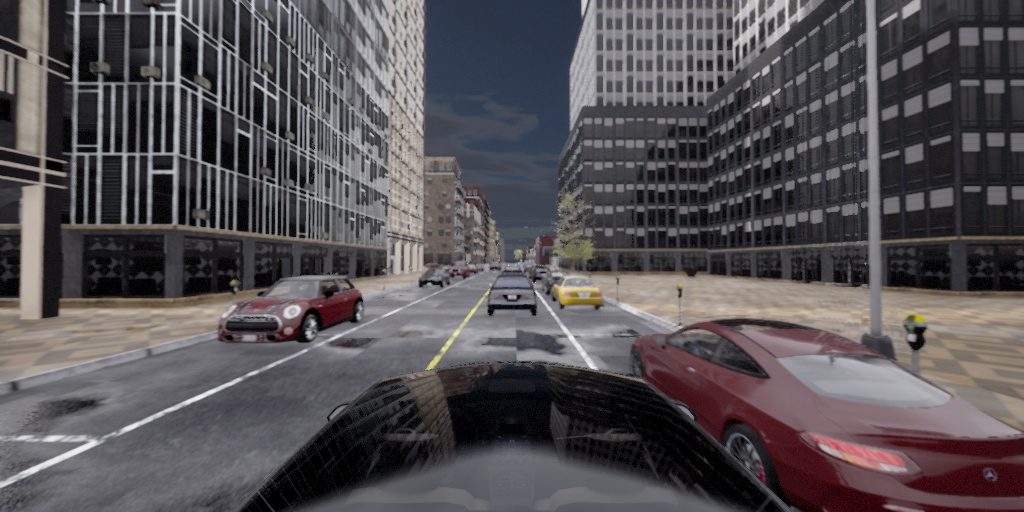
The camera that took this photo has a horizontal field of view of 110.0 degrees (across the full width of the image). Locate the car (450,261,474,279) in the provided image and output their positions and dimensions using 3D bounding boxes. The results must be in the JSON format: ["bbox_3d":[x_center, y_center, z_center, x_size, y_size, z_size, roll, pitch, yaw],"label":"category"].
[{"bbox_3d":[-5.662,1.460,38.200,2.192,1.841,5.009,0,0,0],"label":"car"}]

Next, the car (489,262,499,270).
[{"bbox_3d":[-2.991,1.796,64.198,2.097,1.767,4.553,0,-1,1],"label":"car"}]

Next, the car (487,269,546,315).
[{"bbox_3d":[0.019,1.432,14.361,2.033,1.411,5.357,0,-1,0],"label":"car"}]

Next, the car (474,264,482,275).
[{"bbox_3d":[-5.653,1.820,49.577,1.888,1.381,4.507,0,0,0],"label":"car"}]

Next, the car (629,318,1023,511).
[{"bbox_3d":[2.674,1.357,4.035,1.802,1.307,4.207,0,0,0],"label":"car"}]

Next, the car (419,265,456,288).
[{"bbox_3d":[-5.671,1.585,26.822,1.948,1.339,4.313,0,0,0],"label":"car"}]

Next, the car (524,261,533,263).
[{"bbox_3d":[2.700,1.921,55.233,1.802,1.307,4.207,0,0,0],"label":"car"}]

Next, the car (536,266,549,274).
[{"bbox_3d":[2.674,1.507,21.101,2.007,1.370,4.403,0,0,0],"label":"car"}]

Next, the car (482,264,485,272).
[{"bbox_3d":[-5.643,1.972,60.954,1.948,1.339,4.313,0,0,0],"label":"car"}]

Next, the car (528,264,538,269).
[{"bbox_3d":[2.681,1.647,32.478,1.948,1.339,4.313,0,0,0],"label":"car"}]

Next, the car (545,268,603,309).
[{"bbox_3d":[2.674,1.421,15.582,1.751,1.417,4.829,0,0,0],"label":"car"}]

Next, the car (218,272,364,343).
[{"bbox_3d":[-5.684,1.275,9.757,1.967,1.591,4.097,0,0,0],"label":"car"}]

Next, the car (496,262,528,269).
[{"bbox_3d":[0.045,1.550,30.348,2.128,1.511,4.902,0,0,1],"label":"car"}]
